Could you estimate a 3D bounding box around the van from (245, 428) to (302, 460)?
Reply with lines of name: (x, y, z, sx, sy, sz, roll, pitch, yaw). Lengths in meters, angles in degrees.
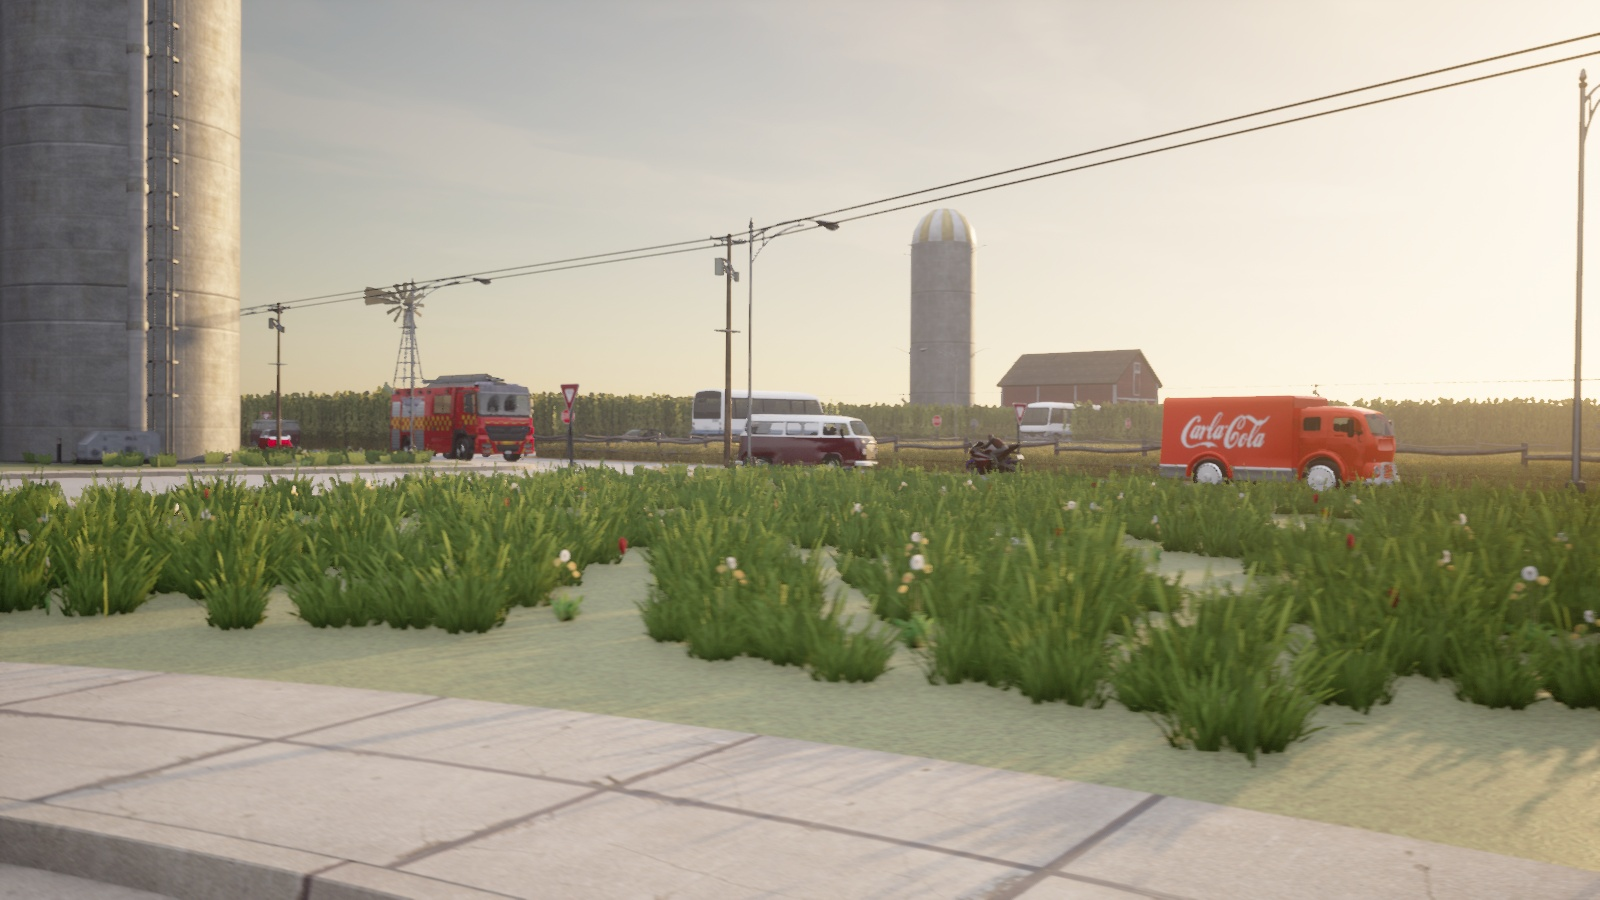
van: (-34.034, -0.375, 81.142, 4.442, 1.987, 1.775, 0, 1, 45)

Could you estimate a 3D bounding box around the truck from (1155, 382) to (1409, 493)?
truck: (11.747, -0.312, 30.819, 5.204, 2.467, 2.627, 0, 1, 45)

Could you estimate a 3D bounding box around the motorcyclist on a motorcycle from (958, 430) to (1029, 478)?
motorcyclist on a motorcycle: (6.319, 0.111, 41.113, 2.191, 1.530, 0.866, 0, 1, 45)

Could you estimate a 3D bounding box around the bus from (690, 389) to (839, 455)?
bus: (-2.305, -1.894, 86.143, 3.944, 4.253, 10.273, 0, 1, 45)

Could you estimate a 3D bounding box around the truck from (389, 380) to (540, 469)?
truck: (-15.591, -1.127, 57.931, 2.891, 3.827, 8.468, -1, 1, -44)

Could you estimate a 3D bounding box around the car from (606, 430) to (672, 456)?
car: (-10.551, -0.466, 82.268, 1.851, 1.617, 3.988, 0, 1, 45)

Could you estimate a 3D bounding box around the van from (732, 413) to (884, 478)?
van: (0.271, -0.139, 40.685, 4.480, 2.038, 2.069, 0, 0, 22)

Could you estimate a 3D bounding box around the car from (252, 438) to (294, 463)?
car: (-30.535, 0.016, 72.748, 2.207, 1.376, 1.481, 0, 1, 45)
